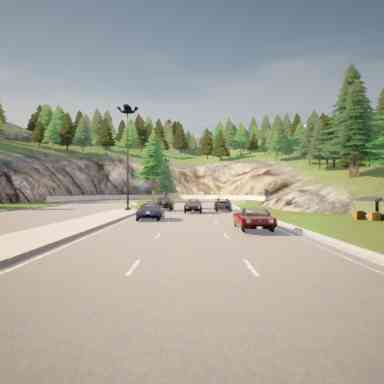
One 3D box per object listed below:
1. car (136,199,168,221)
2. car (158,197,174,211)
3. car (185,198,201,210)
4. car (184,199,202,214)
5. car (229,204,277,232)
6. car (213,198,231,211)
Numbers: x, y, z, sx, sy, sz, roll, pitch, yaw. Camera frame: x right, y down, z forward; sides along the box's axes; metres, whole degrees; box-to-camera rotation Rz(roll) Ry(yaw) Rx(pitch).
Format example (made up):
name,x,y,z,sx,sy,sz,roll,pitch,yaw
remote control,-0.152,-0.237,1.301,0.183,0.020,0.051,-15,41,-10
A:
name,x,y,z,sx,sy,sz,roll,pitch,yaw
car,-3.394,1.564,27.517,1.994,1.385,4.181,0,0,0
car,-3.356,1.352,41.158,2.097,1.767,4.553,0,0,1
car,0.200,1.564,44.562,1.994,1.385,4.181,0,0,2
car,0.107,1.601,35.801,1.895,1.301,4.718,0,0,0
car,3.605,1.601,19.914,1.895,1.301,4.718,0,0,0
car,3.624,1.491,39.767,2.128,1.511,4.902,0,0,0
